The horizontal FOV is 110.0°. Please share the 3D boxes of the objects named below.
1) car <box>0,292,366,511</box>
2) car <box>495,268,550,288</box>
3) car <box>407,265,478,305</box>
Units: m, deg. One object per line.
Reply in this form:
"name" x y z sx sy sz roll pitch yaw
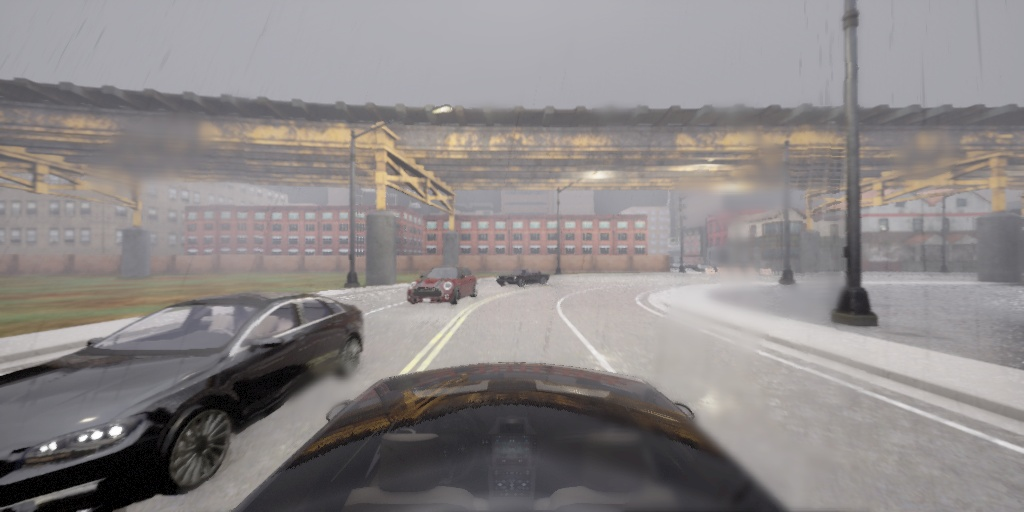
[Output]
"car" -3.574 1.269 4.604 2.128 1.511 4.902 0 -1 0
"car" 0.849 1.570 26.349 1.895 1.301 4.718 0 -1 35
"car" -3.102 1.239 16.860 2.097 1.767 4.553 0 -1 10
